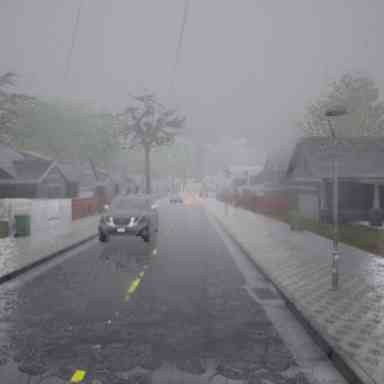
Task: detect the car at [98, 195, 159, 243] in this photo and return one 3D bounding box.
[{"bbox_3d":[-2.849,1.165,16.137,2.150,2.045,5.566,0,0,0],"label":"car"}]

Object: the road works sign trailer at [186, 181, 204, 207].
[{"bbox_3d":[0.362,0.284,47.364,2.380,3.560,2.880,0,0,-7],"label":"road works sign trailer"}]

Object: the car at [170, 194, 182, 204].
[{"bbox_3d":[-2.788,1.134,58.713,2.097,1.767,4.553,0,0,1],"label":"car"}]
